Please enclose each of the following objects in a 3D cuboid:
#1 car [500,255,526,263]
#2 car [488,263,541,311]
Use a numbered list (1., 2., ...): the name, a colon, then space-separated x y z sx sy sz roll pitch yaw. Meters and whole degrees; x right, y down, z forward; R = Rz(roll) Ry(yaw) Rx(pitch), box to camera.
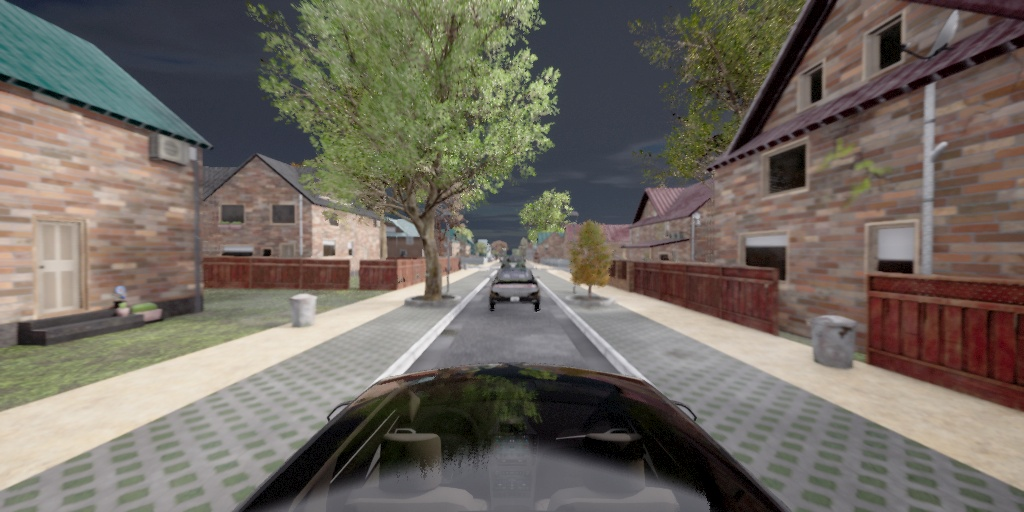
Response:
1. car: 0.095 0.894 32.116 2.150 2.045 5.566 0 0 0
2. car: 0.098 1.206 14.281 2.128 1.511 4.902 0 0 0
